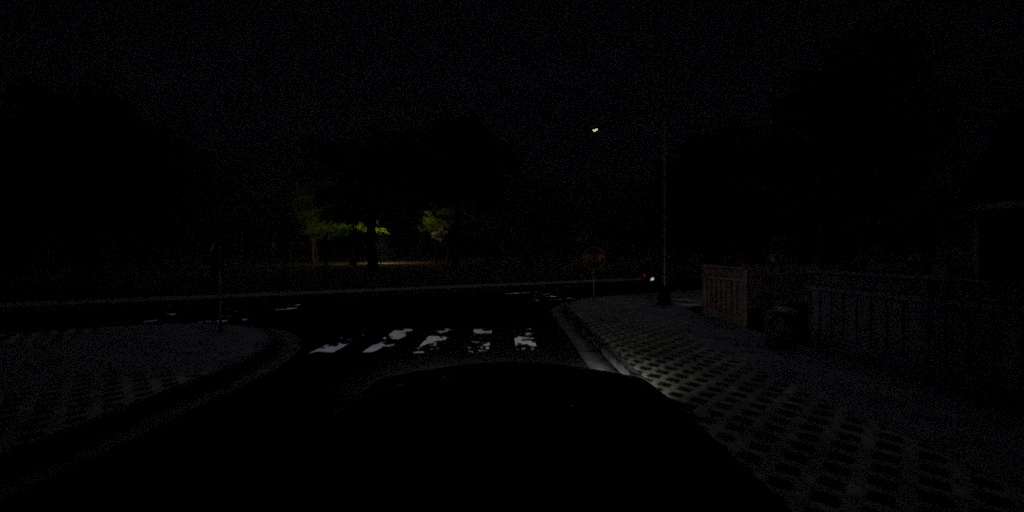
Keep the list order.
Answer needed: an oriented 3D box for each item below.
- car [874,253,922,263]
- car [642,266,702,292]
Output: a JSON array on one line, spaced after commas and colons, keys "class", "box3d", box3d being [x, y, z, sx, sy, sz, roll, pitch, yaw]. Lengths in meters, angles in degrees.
[{"class": "car", "box3d": [39.590, 0.694, 36.761, 5.566, 2.045, 2.150, 0, 0, -23]}, {"class": "car", "box3d": [9.647, 1.243, 20.778, 4.181, 1.385, 1.994, 0, 0, -23]}]
